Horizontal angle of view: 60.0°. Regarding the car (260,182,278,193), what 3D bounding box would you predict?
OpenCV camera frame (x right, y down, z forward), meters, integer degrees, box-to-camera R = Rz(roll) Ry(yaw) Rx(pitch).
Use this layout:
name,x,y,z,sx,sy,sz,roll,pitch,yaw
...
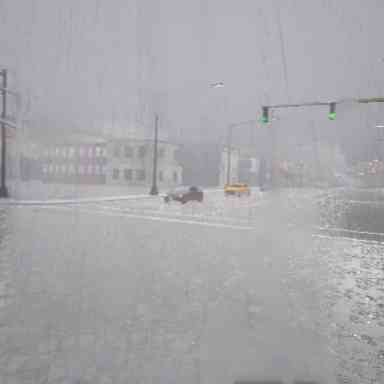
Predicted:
name,x,y,z,sx,sy,sz,roll,pitch,yaw
car,12.168,-0.752,52.054,2.128,1.511,4.902,3,4,29

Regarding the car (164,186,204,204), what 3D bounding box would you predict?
name,x,y,z,sx,sy,sz,roll,pitch,yaw
car,-0.573,0.184,28.949,1.812,1.442,4.674,3,3,29

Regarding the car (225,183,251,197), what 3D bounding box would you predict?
name,x,y,z,sx,sy,sz,roll,pitch,yaw
car,5.563,-0.286,40.106,1.882,1.535,5.008,3,4,29
